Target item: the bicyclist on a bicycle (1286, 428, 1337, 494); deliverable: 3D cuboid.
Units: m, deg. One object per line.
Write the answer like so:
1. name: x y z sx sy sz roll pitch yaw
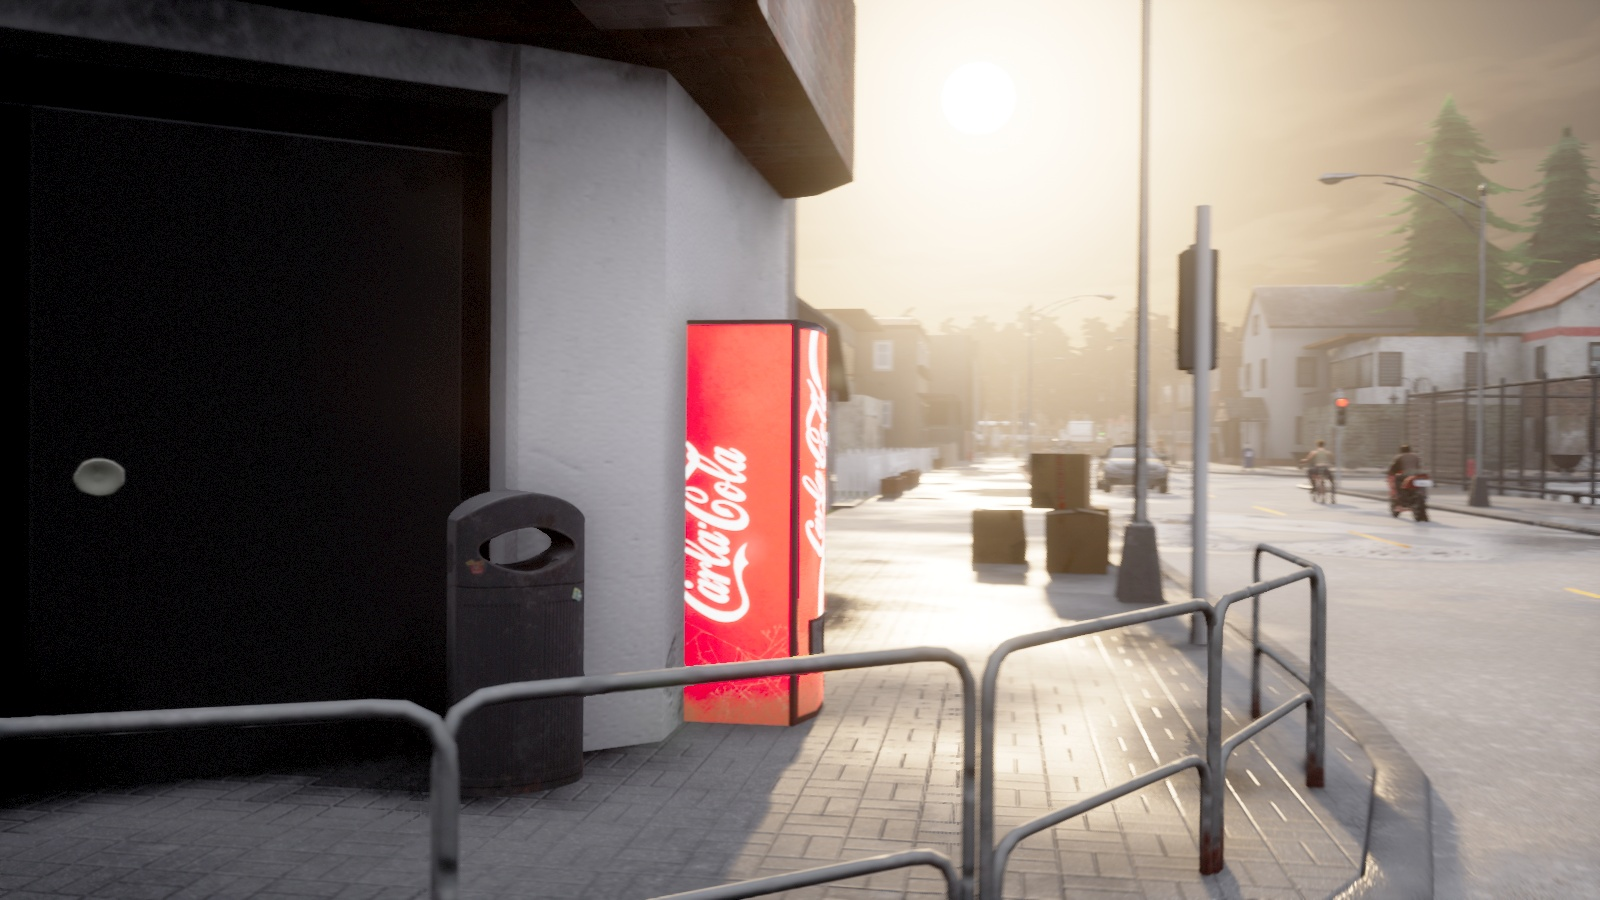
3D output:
1. bicyclist on a bicycle: 12.882 0.261 31.644 0.866 1.612 1.509 -1 1 9

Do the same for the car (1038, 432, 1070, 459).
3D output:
1. car: 16.230 -0.305 80.382 1.851 1.617 3.988 -1 1 9

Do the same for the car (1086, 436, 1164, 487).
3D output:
1. car: 9.897 0.319 38.514 1.812 1.442 4.674 -1 1 8

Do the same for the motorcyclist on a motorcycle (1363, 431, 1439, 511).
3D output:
1. motorcyclist on a motorcycle: 11.919 0.385 24.980 0.797 1.523 2.044 -1 1 9
